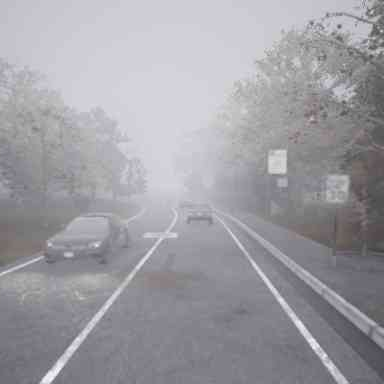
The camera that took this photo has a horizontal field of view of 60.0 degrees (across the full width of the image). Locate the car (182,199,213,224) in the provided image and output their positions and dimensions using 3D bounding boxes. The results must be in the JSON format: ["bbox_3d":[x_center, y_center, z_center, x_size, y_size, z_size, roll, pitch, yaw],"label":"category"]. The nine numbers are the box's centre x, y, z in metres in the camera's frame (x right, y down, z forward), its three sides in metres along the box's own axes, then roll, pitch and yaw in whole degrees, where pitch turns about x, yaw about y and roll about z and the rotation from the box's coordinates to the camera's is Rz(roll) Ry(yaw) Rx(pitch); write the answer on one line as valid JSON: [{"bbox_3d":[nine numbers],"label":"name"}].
[{"bbox_3d":[0.501,1.494,24.365,2.033,1.411,5.357,0,0,0],"label":"car"}]

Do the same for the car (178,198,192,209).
[{"bbox_3d":[-0.751,1.408,42.729,1.895,1.301,4.718,-1,1,-7],"label":"car"}]

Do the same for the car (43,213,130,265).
[{"bbox_3d":[-3.406,1.487,11.638,1.812,1.442,4.674,0,0,1],"label":"car"}]
